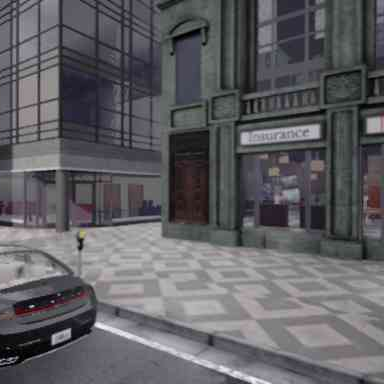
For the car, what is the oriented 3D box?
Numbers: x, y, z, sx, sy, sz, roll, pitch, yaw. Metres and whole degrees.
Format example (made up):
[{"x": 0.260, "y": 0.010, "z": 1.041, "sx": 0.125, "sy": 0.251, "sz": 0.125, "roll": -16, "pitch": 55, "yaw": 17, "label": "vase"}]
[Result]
[{"x": -3.387, "y": 1.547, "z": 5.377, "sx": 4.403, "sy": 1.369, "sz": 2.008, "roll": 0, "pitch": 0, "yaw": 36, "label": "car"}]
